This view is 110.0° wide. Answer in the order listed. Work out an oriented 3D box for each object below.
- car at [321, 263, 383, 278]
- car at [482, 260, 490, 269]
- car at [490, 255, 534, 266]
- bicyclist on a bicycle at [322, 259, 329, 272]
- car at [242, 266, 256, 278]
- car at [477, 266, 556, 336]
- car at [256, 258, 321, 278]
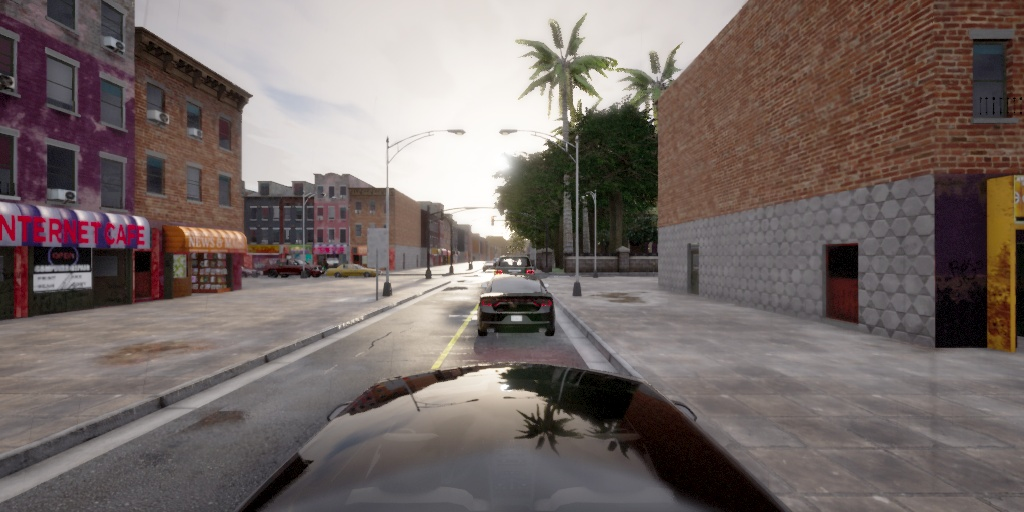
[{"bbox_3d":[-14.429,1.324,32.956,4.829,1.417,1.751,0,0,0],"label":"car"},{"bbox_3d":[-2.842,1.316,47.819,1.812,1.442,4.674,0,0,0],"label":"car"},{"bbox_3d":[0.109,0.980,20.374,2.150,2.045,5.566,0,0,-1],"label":"car"},{"bbox_3d":[-20.131,1.124,38.597,0.582,1.620,1.656,0,0,0],"label":"bicyclist on a bicycle"},{"bbox_3d":[-25.503,1.409,32.947,4.207,1.307,1.802,0,0,0],"label":"car"},{"bbox_3d":[0.102,1.230,10.405,1.882,1.535,5.008,0,0,0],"label":"car"},{"bbox_3d":[-20.051,1.127,32.951,5.009,1.841,2.192,0,0,0],"label":"car"}]
